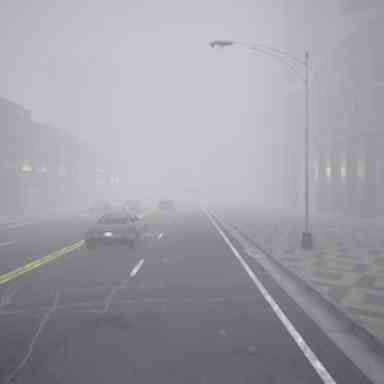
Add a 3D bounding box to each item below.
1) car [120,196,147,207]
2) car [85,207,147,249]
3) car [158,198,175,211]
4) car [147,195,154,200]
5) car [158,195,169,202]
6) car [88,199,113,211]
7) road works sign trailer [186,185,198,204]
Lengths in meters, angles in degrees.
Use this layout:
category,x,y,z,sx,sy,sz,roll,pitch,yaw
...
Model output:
category,x,y,z,sx,sy,sz,roll,pitch,yaw
car,-6.579,1.502,36.511,2.128,1.511,4.902,0,0,0
car,-3.145,1.567,14.522,1.994,1.385,4.181,0,0,0
car,-3.139,1.491,41.912,1.882,1.535,5.008,0,0,0
car,-9.731,1.407,76.737,1.837,1.490,4.892,0,0,0
car,-6.482,1.433,76.736,2.128,1.511,4.902,0,0,0
car,-9.830,1.536,36.221,1.812,1.442,4.674,0,0,0
road works sign trailer,0.031,0.488,66.231,2.380,3.560,2.880,0,0,0
